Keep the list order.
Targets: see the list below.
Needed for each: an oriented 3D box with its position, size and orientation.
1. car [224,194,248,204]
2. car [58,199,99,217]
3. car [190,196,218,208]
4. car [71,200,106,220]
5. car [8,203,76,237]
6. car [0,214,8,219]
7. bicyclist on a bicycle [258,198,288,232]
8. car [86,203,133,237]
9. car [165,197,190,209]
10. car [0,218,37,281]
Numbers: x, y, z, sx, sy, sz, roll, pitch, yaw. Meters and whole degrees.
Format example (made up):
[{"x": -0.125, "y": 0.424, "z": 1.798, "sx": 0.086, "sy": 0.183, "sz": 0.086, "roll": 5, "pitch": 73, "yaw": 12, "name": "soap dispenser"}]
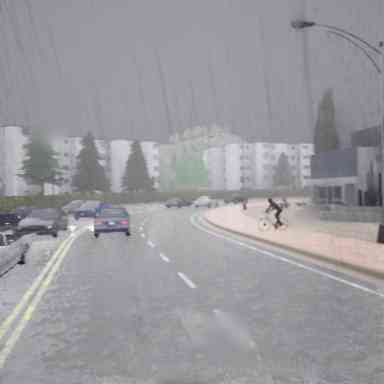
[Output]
[{"x": 6.705, "y": 1.059, "z": 50.452, "sx": 2.128, "sy": 1.511, "sz": 4.902, "roll": -1, "pitch": 0, "yaw": 40, "name": "car"}, {"x": -11.439, "y": 1.571, "z": 34.032, "sx": 1.837, "sy": 1.490, "sz": 4.892, "roll": -1, "pitch": 0, "yaw": 9, "name": "car"}, {"x": 1.812, "y": 1.251, "z": 41.759, "sx": 1.812, "sy": 1.442, "sz": 4.674, "roll": -1, "pitch": 0, "yaw": 22, "name": "car"}, {"x": -8.506, "y": 1.506, "z": 28.883, "sx": 1.882, "sy": 1.535, "sz": 5.008, "roll": -1, "pitch": 0, "yaw": 5, "name": "car"}, {"x": -8.057, "y": 1.624, "z": 18.429, "sx": 2.033, "sy": 1.411, "sz": 5.357, "roll": -1, "pitch": 0, "yaw": -12, "name": "car"}, {"x": -12.051, "y": 1.737, "z": 23.850, "sx": 1.895, "sy": 1.301, "sz": 4.718, "roll": -1, "pitch": 0, "yaw": -2, "name": "car"}, {"x": 3.988, "y": 1.119, "z": 16.333, "sx": 1.656, "sy": 1.620, "sz": 0.582, "roll": -2, "pitch": 0, "yaw": -15, "name": "bicyclist on a bicycle"}, {"x": -4.274, "y": 1.540, "z": 18.265, "sx": 2.033, "sy": 1.411, "sz": 5.357, "roll": -1, "pitch": 0, "yaw": -10, "name": "car"}, {"x": -1.590, "y": 1.344, "z": 42.654, "sx": 2.033, "sy": 1.411, "sz": 5.357, "roll": -1, "pitch": 0, "yaw": 22, "name": "car"}, {"x": -5.816, "y": 1.680, "z": 9.047, "sx": 1.895, "sy": 1.301, "sz": 4.718, "roll": -1, "pitch": 0, "yaw": -14, "name": "car"}]
